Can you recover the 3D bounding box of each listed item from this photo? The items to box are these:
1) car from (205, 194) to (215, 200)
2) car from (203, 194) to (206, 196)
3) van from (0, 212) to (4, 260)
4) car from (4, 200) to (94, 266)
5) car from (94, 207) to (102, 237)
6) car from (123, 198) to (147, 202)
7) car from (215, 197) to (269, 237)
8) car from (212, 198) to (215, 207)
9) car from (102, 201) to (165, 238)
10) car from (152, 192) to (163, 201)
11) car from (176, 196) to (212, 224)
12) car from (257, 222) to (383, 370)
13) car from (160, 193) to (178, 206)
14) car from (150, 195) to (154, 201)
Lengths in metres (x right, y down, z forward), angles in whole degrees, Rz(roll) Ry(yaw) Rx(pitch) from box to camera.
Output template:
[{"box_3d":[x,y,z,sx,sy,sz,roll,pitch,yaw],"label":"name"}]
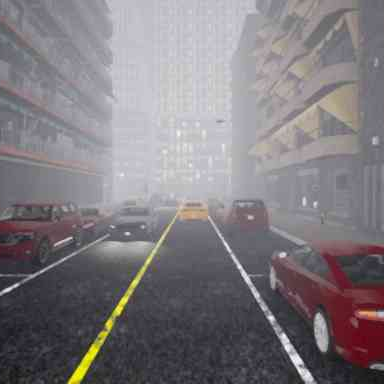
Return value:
[{"box_3d":[2.599,1.239,39.772,1.752,1.417,4.829,0,0,0],"label":"car"},{"box_3d":[0.124,1.223,37.208,2.128,1.511,4.902,0,0,0],"label":"car"},{"box_3d":[-5.305,1.297,5.765,1.690,1.788,3.998,0,0,0],"label":"van"},{"box_3d":[-5.301,1.230,11.405,2.192,1.841,5.009,0,0,0],"label":"car"},{"box_3d":[-5.298,1.456,17.048,1.802,1.307,4.206,0,0,0],"label":"car"},{"box_3d":[-5.290,1.375,28.328,1.802,1.307,4.206,0,0,0],"label":"car"},{"box_3d":[2.584,1.190,17.040,2.192,1.841,5.009,0,0,0],"label":"car"},{"box_3d":[2.586,1.358,22.852,1.752,1.417,4.829,0,0,0],"label":"car"},{"box_3d":[-2.805,1.421,17.192,2.033,1.411,5.357,0,0,0],"label":"car"},{"box_3d":[-5.272,0.953,50.888,2.192,1.841,5.009,0,0,0],"label":"car"},{"box_3d":[0.118,1.309,22.960,1.882,1.535,5.008,0,0,0],"label":"car"},{"box_3d":[2.574,1.501,5.761,1.887,1.381,4.507,0,0,0],"label":"car"},{"box_3d":[-2.784,1.247,44.229,1.994,1.385,4.181,0,0,0],"label":"car"},{"box_3d":[-5.285,1.280,33.798,1.752,1.417,4.829,0,0,0],"label":"car"}]
